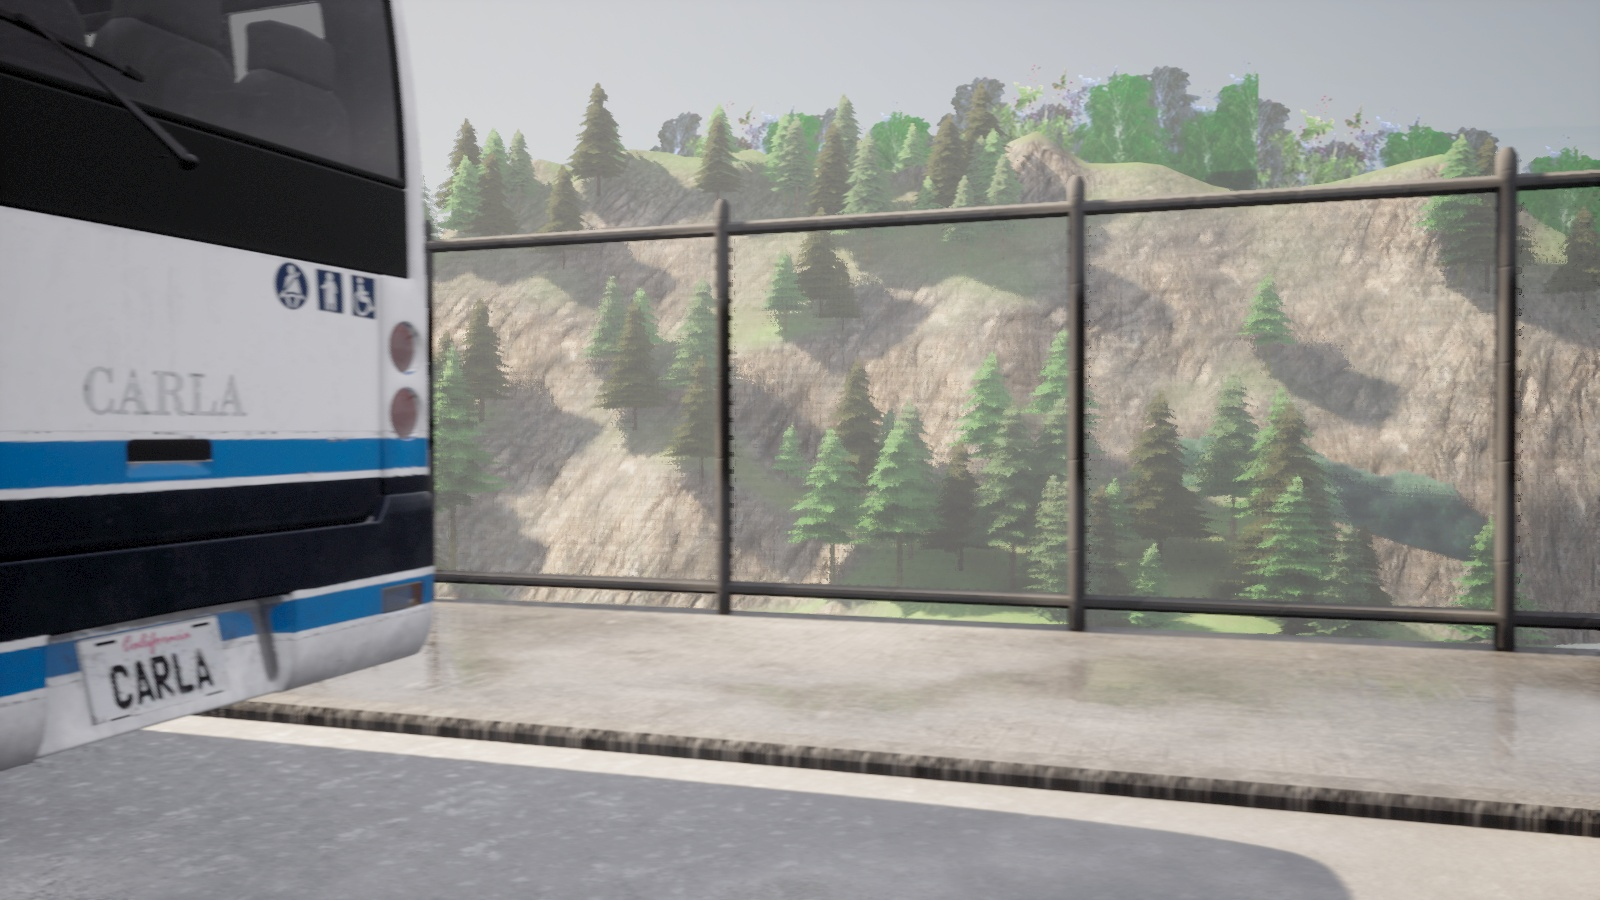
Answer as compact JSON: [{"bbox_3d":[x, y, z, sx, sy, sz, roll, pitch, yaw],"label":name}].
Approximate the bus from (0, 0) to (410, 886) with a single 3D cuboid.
[{"bbox_3d":[-7.507,-0.678,6.226,10.273,4.253,3.944,1,1,19],"label":"bus"}]
